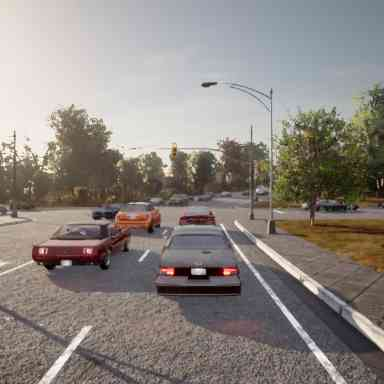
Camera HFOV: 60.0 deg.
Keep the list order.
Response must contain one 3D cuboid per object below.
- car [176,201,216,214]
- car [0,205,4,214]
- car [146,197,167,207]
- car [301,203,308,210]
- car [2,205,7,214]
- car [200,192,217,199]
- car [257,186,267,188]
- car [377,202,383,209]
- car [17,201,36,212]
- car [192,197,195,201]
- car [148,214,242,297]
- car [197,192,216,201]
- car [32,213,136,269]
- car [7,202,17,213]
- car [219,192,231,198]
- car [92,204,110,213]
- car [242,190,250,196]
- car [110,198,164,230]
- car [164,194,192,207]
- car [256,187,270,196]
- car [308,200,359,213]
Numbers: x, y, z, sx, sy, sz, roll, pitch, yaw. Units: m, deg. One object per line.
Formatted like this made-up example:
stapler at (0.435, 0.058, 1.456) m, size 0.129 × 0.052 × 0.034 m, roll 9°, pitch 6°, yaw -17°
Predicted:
car at (0.330, 1.518, 18.539) m, size 1.882 × 1.535 × 5.008 m, roll 0°, pitch 0°, yaw 2°
car at (-3.408, 1.222, 1.359) m, size 2.150 × 2.045 × 5.566 m, roll 0°, pitch 0°, yaw -1°
car at (-5.833, 1.661, 54.789) m, size 1.812 × 1.442 × 4.674 m, roll 0°, pitch 0°, yaw 16°
car at (16.053, 1.662, 41.249) m, size 4.718 × 1.301 × 1.895 m, roll -1°, pitch 0°, yaw 4°
car at (-21.556, 1.708, 32.839) m, size 4.902 × 1.511 × 2.128 m, roll -1°, pitch 0°, yaw 4°
car at (4.007, 0.791, 80.637) m, size 2.033 × 1.411 × 5.357 m, roll 0°, pitch 3°, yaw 26°
car at (20.017, -0.763, 93.188) m, size 2.150 × 2.045 × 5.566 m, roll 0°, pitch 3°, yaw 38°
car at (25.750, 1.401, 40.656) m, size 5.357 × 1.411 × 2.033 m, roll -2°, pitch 0°, yaw 3°
car at (-23.146, 1.906, 43.504) m, size 4.718 × 1.301 × 1.895 m, roll -2°, pitch 0°, yaw 6°
car at (-1.114, 1.425, 69.352) m, size 1.895 × 1.301 × 4.718 m, roll 0°, pitch 2°, yaw 21°
car at (0.144, 1.558, 8.792) m, size 2.033 × 1.411 × 5.357 m, roll 0°, pitch 0°, yaw 0°
car at (2.732, 1.309, 69.532) m, size 2.033 × 1.411 × 5.357 m, roll 0°, pitch 2°, yaw 21°
car at (-3.336, 1.618, 11.130) m, size 1.895 × 1.301 × 4.718 m, roll 0°, pitch 0°, yaw 1°
car at (-22.425, 1.745, 36.385) m, size 4.902 × 1.511 × 2.128 m, roll -1°, pitch 0°, yaw 2°
car at (8.111, 0.646, 80.936) m, size 1.812 × 1.442 × 4.674 m, roll 0°, pitch 3°, yaw 28°
car at (-6.498, 1.668, 26.963) m, size 1.895 × 1.301 × 4.718 m, roll 0°, pitch 0°, yaw 3°
car at (14.325, 0.261, 84.711) m, size 2.128 × 1.511 × 4.902 m, roll 0°, pitch 3°, yaw 33°
car at (-3.138, 1.397, 20.108) m, size 2.097 × 1.767 × 4.553 m, roll 0°, pitch 0°, yaw 2°
car at (-2.223, 1.349, 54.520) m, size 2.150 × 2.045 × 5.566 m, roll 0°, pitch 0°, yaw 14°
car at (17.866, 0.264, 83.786) m, size 1.895 × 1.301 × 4.718 m, roll 0°, pitch 3°, yaw 33°
car at (16.123, 1.646, 37.739) m, size 4.718 × 1.301 × 1.895 m, roll -1°, pitch 0°, yaw 4°
